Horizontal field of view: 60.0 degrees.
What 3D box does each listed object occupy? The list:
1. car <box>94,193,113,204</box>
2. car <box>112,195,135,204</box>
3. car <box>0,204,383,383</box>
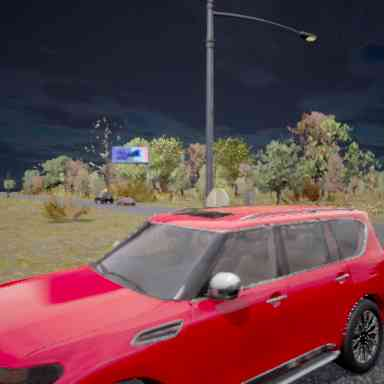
[{"bbox_3d":[-16.142,1.124,60.988,2.150,2.045,5.566,0,0,-34],"label":"car"},{"bbox_3d":[-10.586,1.484,52.656,1.994,1.385,4.181,0,0,-33],"label":"car"},{"bbox_3d":[0.306,1.228,4.095,5.566,2.045,2.150,0,0,-35],"label":"car"}]
